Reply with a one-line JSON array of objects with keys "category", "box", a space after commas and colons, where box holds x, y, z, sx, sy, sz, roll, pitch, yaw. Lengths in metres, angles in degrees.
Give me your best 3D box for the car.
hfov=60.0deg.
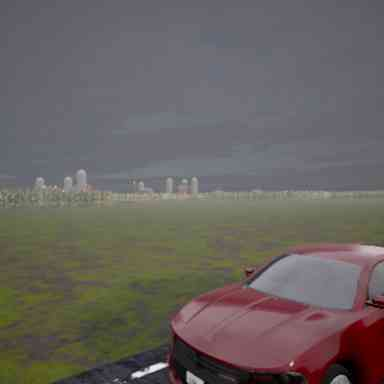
[{"category": "car", "box": [1.976, 1.509, 4.686, 5.008, 1.535, 1.882, 0, -1, -39]}]
